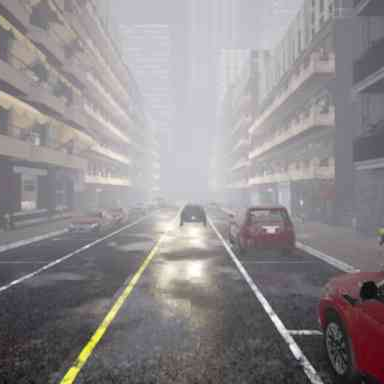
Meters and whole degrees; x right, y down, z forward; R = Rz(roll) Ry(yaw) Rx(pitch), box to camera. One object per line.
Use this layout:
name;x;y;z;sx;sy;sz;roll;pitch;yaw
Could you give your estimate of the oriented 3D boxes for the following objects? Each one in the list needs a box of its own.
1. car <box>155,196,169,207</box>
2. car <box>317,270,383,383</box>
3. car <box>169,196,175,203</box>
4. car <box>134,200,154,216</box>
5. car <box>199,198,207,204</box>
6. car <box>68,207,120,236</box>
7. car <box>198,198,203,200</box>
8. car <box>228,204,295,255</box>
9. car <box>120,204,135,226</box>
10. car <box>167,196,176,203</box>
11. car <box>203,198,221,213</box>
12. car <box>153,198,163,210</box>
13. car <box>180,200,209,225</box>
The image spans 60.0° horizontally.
car;-5.724;1.716;58.469;2.192;1.841;5.009;-1;0;0
car;2.676;1.333;2.425;2.192;1.841;5.009;-1;0;0
car;-5.731;2.146;86.477;2.008;1.369;4.403;-1;0;0
car;-5.713;1.797;36.060;2.008;1.369;4.403;-1;0;0
car;2.651;2.107;80.850;2.008;1.369;4.403;-1;0;0
car;-5.707;1.714;19.254;1.802;1.307;4.206;-1;0;0
car;0.083;1.878;46.014;1.994;1.385;4.181;0;0;0
car;2.672;1.409;13.629;2.192;1.841;5.009;-1;0;0
car;-5.709;1.752;24.856;1.802;1.307;4.206;-1;0;0
car;-5.736;1.949;92.081;2.192;1.841;5.009;-1;0;0
car;2.664;1.811;41.806;1.752;1.417;4.829;-1;0;0
car;-5.717;1.874;47.264;2.008;1.369;4.403;-1;0;0
car;0.090;1.652;25.438;1.882;1.535;5.008;0;0;0
